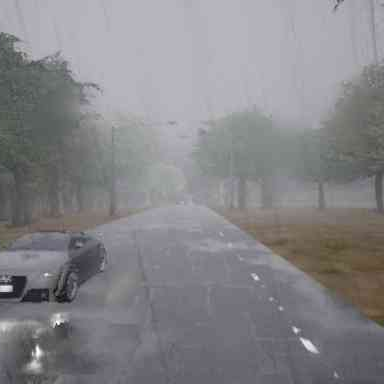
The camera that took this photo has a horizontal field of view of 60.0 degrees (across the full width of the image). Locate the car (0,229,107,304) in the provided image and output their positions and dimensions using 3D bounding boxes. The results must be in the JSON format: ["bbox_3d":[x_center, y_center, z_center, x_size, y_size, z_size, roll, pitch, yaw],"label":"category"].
[{"bbox_3d":[-3.511,1.644,8.241,1.994,1.385,4.181,0,-1,0],"label":"car"}]
